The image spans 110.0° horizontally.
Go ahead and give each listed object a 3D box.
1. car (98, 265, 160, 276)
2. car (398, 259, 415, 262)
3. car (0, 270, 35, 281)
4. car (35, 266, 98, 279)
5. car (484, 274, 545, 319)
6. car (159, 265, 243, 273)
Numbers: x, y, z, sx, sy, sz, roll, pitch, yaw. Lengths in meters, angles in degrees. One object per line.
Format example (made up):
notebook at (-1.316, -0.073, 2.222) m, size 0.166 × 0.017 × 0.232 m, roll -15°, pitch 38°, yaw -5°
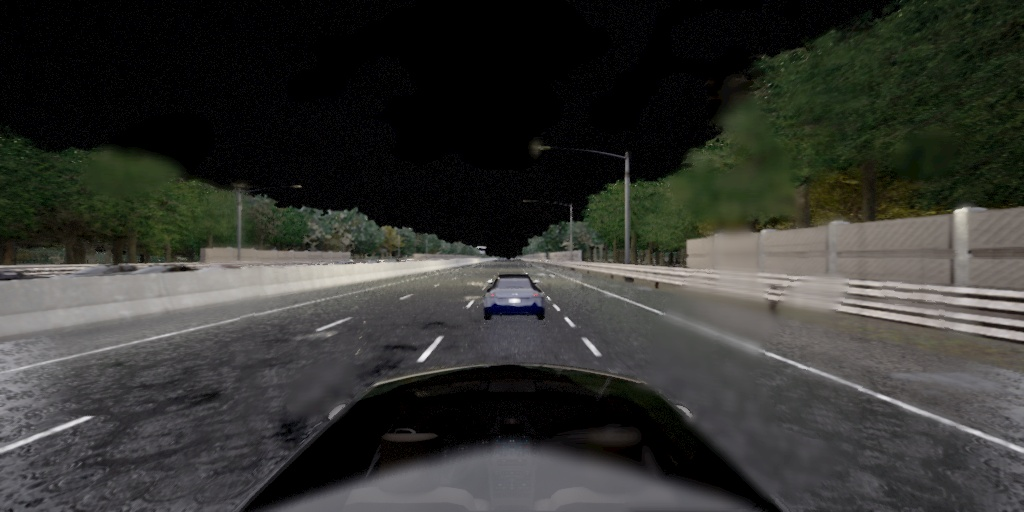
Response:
car at (-21.092, 1.292, 21.632) m, size 1.837 × 1.490 × 4.892 m, roll 0°, pitch 0°, yaw 0°
car at (-17.514, 1.477, 61.581) m, size 1.812 × 1.442 × 4.674 m, roll 0°, pitch 0°, yaw 1°
car at (-28.096, 1.380, 18.915) m, size 1.895 × 1.301 × 4.718 m, roll 0°, pitch 0°, yaw 0°
car at (-24.592, 1.292, 21.731) m, size 1.837 × 1.490 × 4.892 m, roll 0°, pitch 0°, yaw 0°
car at (0.063, 1.323, 12.840) m, size 1.994 × 1.385 × 4.181 m, roll 0°, pitch 0°, yaw 0°
car at (-17.593, 1.312, 21.282) m, size 1.812 × 1.442 × 4.674 m, roll 0°, pitch 0°, yaw 0°
